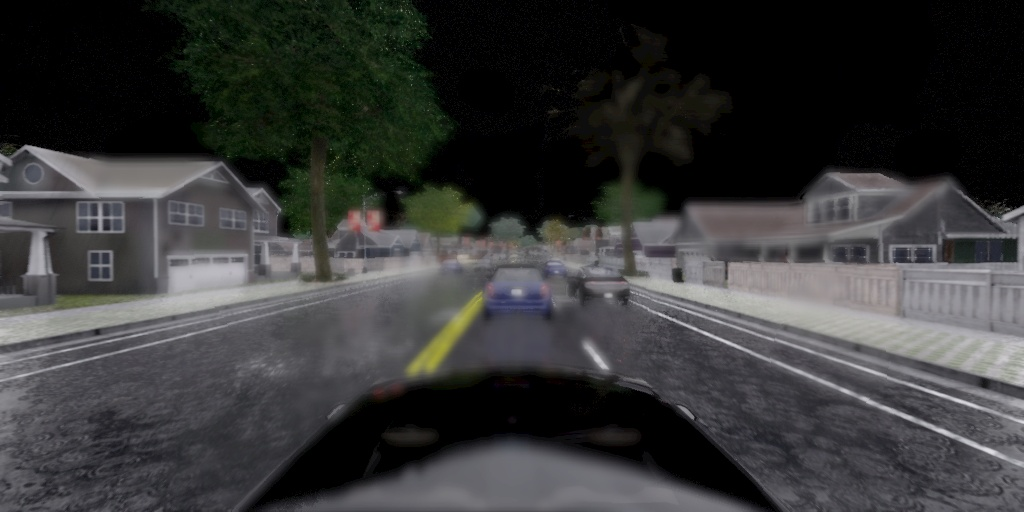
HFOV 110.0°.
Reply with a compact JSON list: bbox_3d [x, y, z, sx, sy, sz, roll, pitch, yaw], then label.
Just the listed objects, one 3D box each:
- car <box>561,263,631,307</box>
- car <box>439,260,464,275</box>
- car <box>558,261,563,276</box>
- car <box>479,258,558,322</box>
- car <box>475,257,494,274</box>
[{"bbox_3d":[3.523,1.202,15.103,2.128,1.511,4.902,0,0,1],"label":"car"},{"bbox_3d":[-6.036,1.149,36.919,1.812,1.442,4.674,0,0,1],"label":"car"},{"bbox_3d":[3.806,1.178,31.290,1.812,1.442,4.674,0,0,1],"label":"car"},{"bbox_3d":[0.224,1.069,12.365,2.097,1.767,4.553,0,0,1],"label":"car"},{"bbox_3d":[-2.758,1.125,38.347,1.837,1.490,4.892,0,0,1],"label":"car"}]
